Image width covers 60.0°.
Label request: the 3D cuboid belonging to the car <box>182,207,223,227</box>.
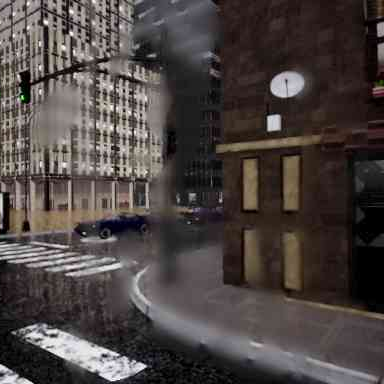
[{"bbox_3d":[1.303,1.962,27.074,2.033,1.411,5.357,-1,-1,35],"label":"car"}]

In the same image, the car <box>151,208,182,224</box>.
[{"bbox_3d":[-3.089,1.940,25.564,2.008,1.369,4.403,-2,-2,35],"label":"car"}]

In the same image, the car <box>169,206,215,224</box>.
[{"bbox_3d":[0.102,2.021,30.128,2.008,1.369,4.403,-2,-2,35],"label":"car"}]

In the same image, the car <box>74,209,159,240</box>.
[{"bbox_3d":[-4.318,1.873,19.118,1.895,1.301,4.718,-1,-1,36],"label":"car"}]
